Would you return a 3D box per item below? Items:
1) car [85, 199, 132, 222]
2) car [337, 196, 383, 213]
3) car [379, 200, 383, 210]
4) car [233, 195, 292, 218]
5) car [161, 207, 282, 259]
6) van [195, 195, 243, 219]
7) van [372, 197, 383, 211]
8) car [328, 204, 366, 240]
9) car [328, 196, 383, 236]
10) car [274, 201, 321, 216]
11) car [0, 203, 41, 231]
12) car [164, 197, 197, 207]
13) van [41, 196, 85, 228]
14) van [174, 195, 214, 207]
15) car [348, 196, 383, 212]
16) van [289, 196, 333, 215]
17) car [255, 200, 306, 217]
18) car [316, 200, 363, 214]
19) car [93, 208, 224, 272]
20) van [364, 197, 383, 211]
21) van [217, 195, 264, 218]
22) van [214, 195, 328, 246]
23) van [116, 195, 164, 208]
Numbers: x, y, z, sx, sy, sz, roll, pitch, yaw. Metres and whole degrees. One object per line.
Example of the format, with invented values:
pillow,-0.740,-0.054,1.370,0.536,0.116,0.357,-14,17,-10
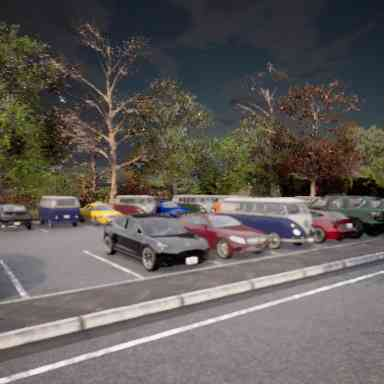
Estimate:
car,-6.482,1.468,23.461,1.946,1.575,5.366,0,0,-36
car,22.738,1.631,44.477,2.435,2.045,5.566,1,-1,-35
car,31.738,2.045,50.931,2.097,1.535,5.008,1,-1,-35
car,6.846,1.345,33.151,2.435,2.045,5.566,1,-1,-35
car,0.861,1.513,12.863,2.002,1.452,4.674,0,0,-35
van,2.352,1.291,30.126,1.878,1.987,4.442,1,-1,-35
van,29.421,1.778,49.416,1.878,1.987,4.442,1,-1,-35
car,5.372,1.495,16.111,2.163,1.488,4.792,0,0,-35
car,7.616,1.225,17.708,2.435,2.045,5.566,1,-1,-35
car,11.441,1.720,36.458,2.002,1.452,4.674,1,-1,-35
car,-11.099,1.480,20.391,2.231,1.521,4.892,0,0,-35
car,-2.082,1.463,26.830,2.097,1.535,5.008,0,0,-35
van,-8.915,1.249,22.099,1.878,1.987,4.442,0,0,-35
van,0.123,1.249,28.252,1.878,1.987,4.442,0,0,-35
car,24.994,1.672,46.084,2.435,2.045,5.566,1,-1,-35
van,13.528,1.493,38.091,1.878,1.987,4.442,1,-1,-35
car,9.187,1.639,34.847,2.097,1.535,5.008,1,-1,-35
car,18.210,1.801,41.277,2.097,1.535,5.008,1,-1,-35
car,-1.382,1.506,11.225,2.163,1.488,4.792,0,0,-36
van,27.301,1.738,47.619,1.878,1.987,4.442,1,-1,-35
van,4.505,1.330,31.661,1.878,1.987,4.442,1,-1,-35
van,3.191,1.243,14.377,1.878,1.987,4.442,0,0,-35
van,-4.268,1.241,25.123,1.878,1.987,4.442,0,0,-35
